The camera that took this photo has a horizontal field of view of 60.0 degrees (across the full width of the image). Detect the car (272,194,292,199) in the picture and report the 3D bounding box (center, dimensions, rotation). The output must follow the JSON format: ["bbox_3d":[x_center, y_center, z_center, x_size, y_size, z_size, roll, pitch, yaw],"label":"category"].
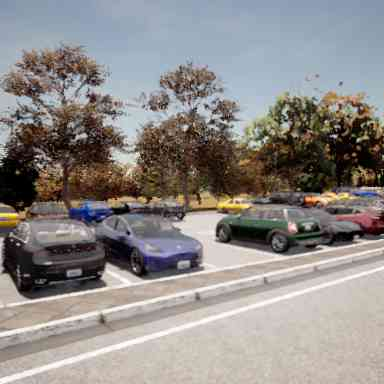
[{"bbox_3d":[6.734,1.227,32.420,2.097,1.535,5.008,-1,1,-35],"label":"car"}]

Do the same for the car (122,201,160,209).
[{"bbox_3d":[-4.678,1.422,24.411,2.097,1.535,5.008,0,0,-35],"label":"car"}]

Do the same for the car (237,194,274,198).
[{"bbox_3d":[4.559,1.281,30.663,1.946,1.575,5.366,-1,1,-35],"label":"car"}]

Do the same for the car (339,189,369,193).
[{"bbox_3d":[18.144,0.819,40.634,1.946,1.575,5.366,-2,1,-35],"label":"car"}]

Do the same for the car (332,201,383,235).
[{"bbox_3d":[7.523,1.406,17.031,2.163,1.488,4.792,-1,1,-35],"label":"car"}]

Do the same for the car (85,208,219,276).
[{"bbox_3d":[-1.582,1.478,10.581,2.163,1.488,4.792,0,0,-35],"label":"car"}]

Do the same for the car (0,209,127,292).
[{"bbox_3d":[-3.871,1.441,9.005,2.231,1.521,4.892,0,0,-35],"label":"car"}]

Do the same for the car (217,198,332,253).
[{"bbox_3d":[2.991,1.304,13.782,2.185,1.767,4.553,0,0,-35],"label":"car"}]

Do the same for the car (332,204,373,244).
[{"bbox_3d":[5.273,1.436,15.383,2.163,1.488,4.792,-1,0,-35],"label":"car"}]

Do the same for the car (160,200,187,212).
[{"bbox_3d":[-2.288,1.400,26.085,2.231,1.521,4.892,0,0,-35],"label":"car"}]

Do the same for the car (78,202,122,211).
[{"bbox_3d":[-6.963,1.435,22.811,2.097,1.535,5.008,0,0,-35],"label":"car"}]

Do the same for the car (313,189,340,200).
[{"bbox_3d":[13.569,0.884,37.240,2.185,1.767,4.553,-2,1,-35],"label":"car"}]

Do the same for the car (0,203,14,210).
[{"bbox_3d":[-11.533,1.429,19.841,1.946,1.575,5.366,1,0,-35],"label":"car"}]

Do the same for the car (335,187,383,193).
[{"bbox_3d":[20.540,0.477,42.051,2.435,2.045,5.566,-2,1,-35],"label":"car"}]

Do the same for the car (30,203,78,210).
[{"bbox_3d":[-9.235,1.469,21.189,2.163,1.488,4.792,0,0,-35],"label":"car"}]

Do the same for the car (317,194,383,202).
[{"bbox_3d":[9.803,1.212,18.630,2.185,1.767,4.553,-1,1,-35],"label":"car"}]

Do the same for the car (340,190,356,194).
[{"bbox_3d":[15.873,0.920,38.810,2.097,1.535,5.008,-2,1,-35],"label":"car"}]

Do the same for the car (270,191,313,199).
[{"bbox_3d":[8.999,0.911,34.035,2.435,2.045,5.566,-2,1,-35],"label":"car"}]
